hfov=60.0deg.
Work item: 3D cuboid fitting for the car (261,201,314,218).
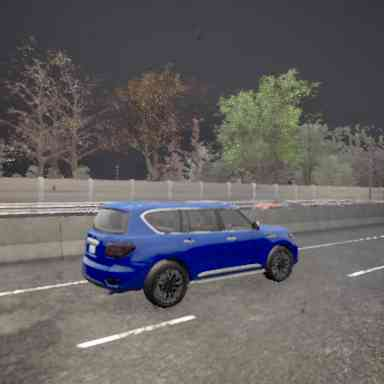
[{"bbox_3d":[9.262,1.664,32.031,5.357,1.411,2.033,0,0,-35],"label":"car"}]

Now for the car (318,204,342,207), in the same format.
[{"bbox_3d":[12.223,1.723,29.840,4.718,1.301,1.895,0,0,-35],"label":"car"}]

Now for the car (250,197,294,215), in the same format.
[{"bbox_3d":[8.703,1.478,35.920,4.553,1.767,2.097,0,0,-35],"label":"car"}]

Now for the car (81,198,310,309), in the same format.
[{"bbox_3d":[0.195,1.241,8.177,5.566,2.045,2.150,0,0,-35],"label":"car"}]
